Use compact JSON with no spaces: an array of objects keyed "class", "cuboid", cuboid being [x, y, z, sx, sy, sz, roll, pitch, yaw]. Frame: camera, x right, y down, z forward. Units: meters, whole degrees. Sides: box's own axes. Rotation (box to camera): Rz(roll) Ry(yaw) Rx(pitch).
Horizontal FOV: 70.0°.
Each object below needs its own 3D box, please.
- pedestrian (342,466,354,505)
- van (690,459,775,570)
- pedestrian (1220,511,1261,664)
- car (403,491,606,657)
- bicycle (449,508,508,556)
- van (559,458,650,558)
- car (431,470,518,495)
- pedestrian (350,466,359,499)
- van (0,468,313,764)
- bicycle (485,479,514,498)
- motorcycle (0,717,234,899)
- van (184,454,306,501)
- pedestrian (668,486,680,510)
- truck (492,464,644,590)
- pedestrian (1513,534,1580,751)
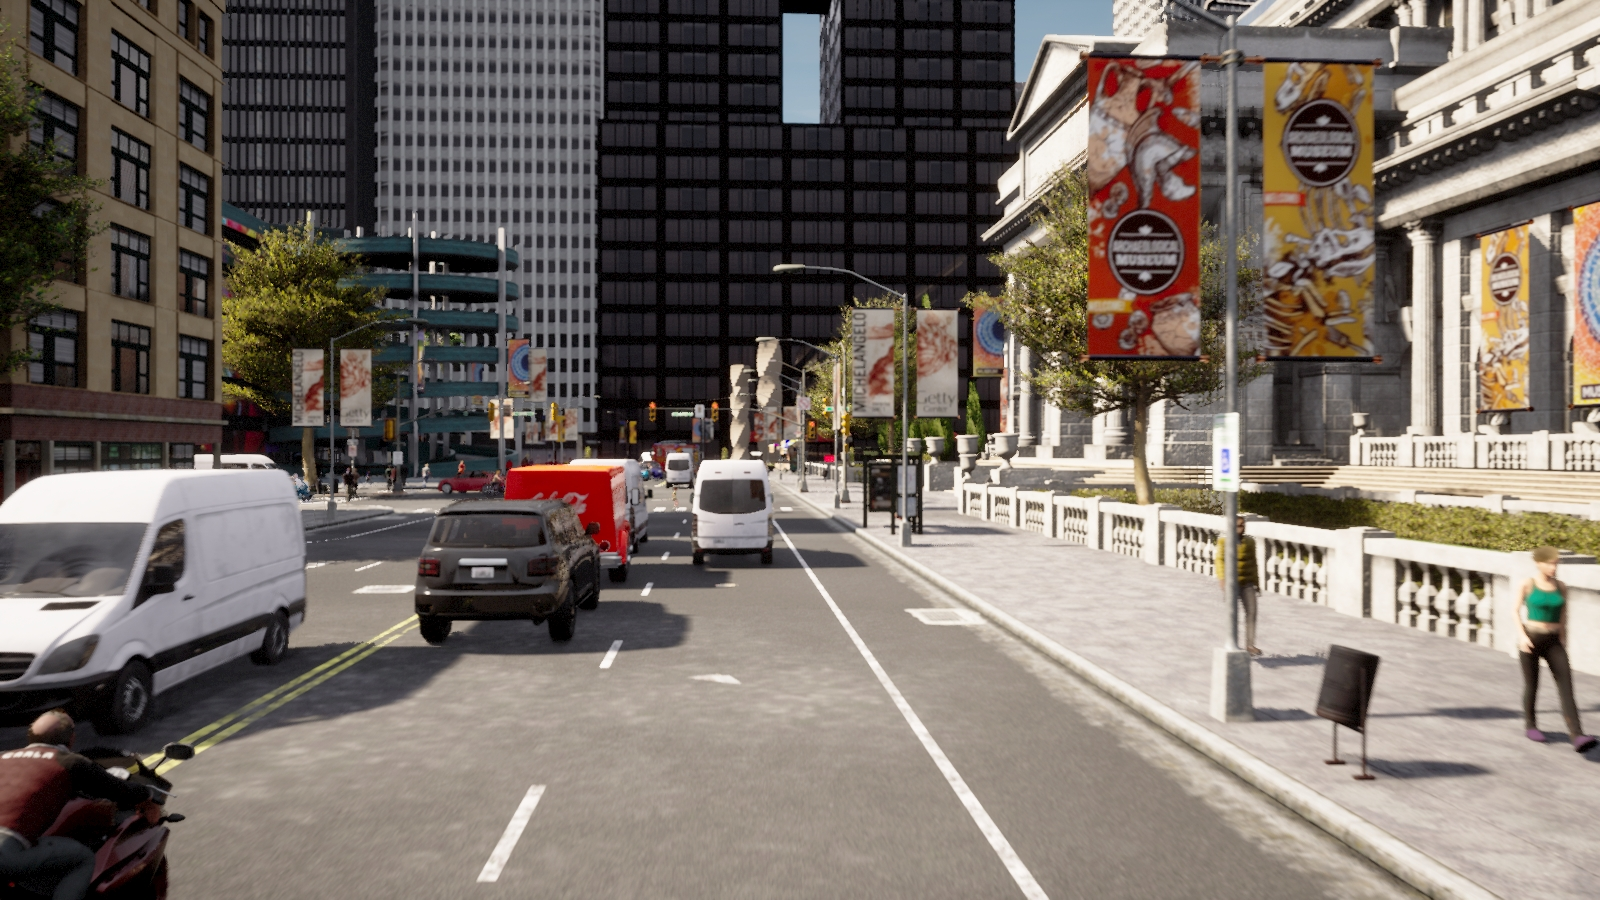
[{"class":"pedestrian","cuboid":[-21.725,1.698,54.936,0.375,1.860,0.375,0,0,32]},{"class":"van","cuboid":[-1.785,1.534,29.840,1.988,2.561,5.915,0,0,-4]},{"class":"pedestrian","cuboid":[5.478,1.695,14.218,0.375,1.860,0.375,0,0,5]},{"class":"car","cuboid":[-4.497,1.780,18.342,2.150,2.045,5.566,0,0,-4]},{"class":"bicycle","cuboid":[-8.680,2.211,30.917,0.329,1.171,1.835,-1,-1,30]},{"class":"van","cuboid":[-5.488,1.535,32.790,1.988,2.561,5.915,0,0,-4]},{"class":"car","cuboid":[-20.757,2.063,72.978,4.892,1.480,2.231,0,0,16]},{"class":"pedestrian","cuboid":[-25.284,1.851,64.852,0.375,1.860,0.375,0,0,-3]},{"class":"van","cuboid":[-7.693,1.535,13.173,1.988,2.561,5.915,0,0,-4]},{"class":"bicycle","cuboid":[-17.587,2.257,66.828,1.487,1.080,0.859,0,-1,-24]},{"class":"motorcycle","cuboid":[-3.728,2.205,5.649,0.867,1.251,2.209,0,0,-3]},{"class":"van","cuboid":[-31.413,1.538,64.805,5.915,2.561,1.988,0,0,-4]},{"class":"pedestrian","cuboid":[-5.826,2.228,52.880,0.500,1.100,0.500,0,0,-1]},{"class":"truck","cuboid":[-4.999,1.568,25.481,2.627,2.467,5.204,0,0,-4]},{"class":"pedestrian","cuboid":[6.642,1.697,10.180,0.375,1.860,0.375,0,0,8]}]
